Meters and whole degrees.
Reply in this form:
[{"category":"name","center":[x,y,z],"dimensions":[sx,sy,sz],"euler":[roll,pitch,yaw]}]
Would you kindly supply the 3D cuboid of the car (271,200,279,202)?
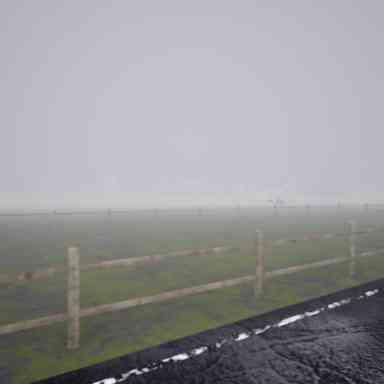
[{"category":"car","center":[18.456,2.084,74.138],"dimensions":[2.128,1.511,4.902],"euler":[1,-1,-20]}]
